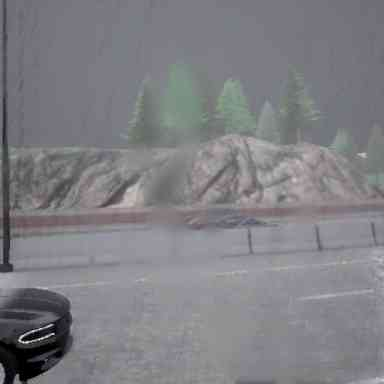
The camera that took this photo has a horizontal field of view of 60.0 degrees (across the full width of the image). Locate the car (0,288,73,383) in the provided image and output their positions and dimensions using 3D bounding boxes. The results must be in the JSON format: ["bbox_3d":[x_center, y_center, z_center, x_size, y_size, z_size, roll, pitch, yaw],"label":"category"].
[{"bbox_3d":[-4.236,1.817,4.404,5.008,1.535,1.882,-1,-2,-12],"label":"car"}]

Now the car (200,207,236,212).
[{"bbox_3d":[1.728,2.519,31.401,5.566,2.045,2.150,-1,-2,-17],"label":"car"}]

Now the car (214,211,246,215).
[{"bbox_3d":[3.330,2.619,28.253,4.892,1.490,1.837,-1,-2,-17],"label":"car"}]

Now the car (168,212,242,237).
[{"bbox_3d":[0.739,2.487,23.873,5.008,1.535,1.882,-1,-2,-16],"label":"car"}]

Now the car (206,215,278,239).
[{"bbox_3d":[3.400,2.367,20.993,4.181,1.385,1.994,-1,-3,-16],"label":"car"}]
